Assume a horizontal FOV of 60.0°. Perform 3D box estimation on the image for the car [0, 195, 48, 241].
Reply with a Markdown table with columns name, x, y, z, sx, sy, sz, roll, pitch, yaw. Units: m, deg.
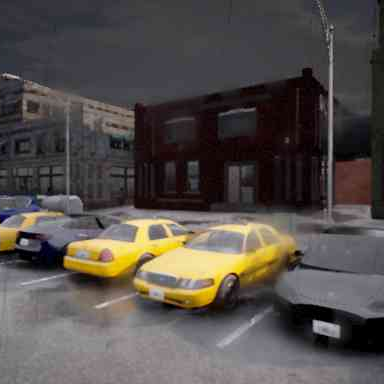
| name | x | y | z | sx | sy | sz | roll | pitch | yaw |
| --- | --- | --- | --- | --- | --- | --- | --- | --- | --- |
| car | -10.217 | 1.193 | 16.184 | 2.435 | 2.045 | 5.566 | 0 | 0 | 35 |

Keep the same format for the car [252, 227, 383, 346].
| name | x | y | z | sx | sy | sz | roll | pitch | yaw |
| --- | --- | --- | --- | --- | --- | --- | --- | --- | --- |
| car | 3.265 | 1.506 | 6.590 | 2.163 | 1.488 | 4.792 | 0 | 0 | 36 |

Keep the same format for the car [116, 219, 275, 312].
| name | x | y | z | sx | sy | sz | roll | pitch | yaw |
| --- | --- | --- | --- | --- | --- | --- | --- | --- | --- |
| car | 0.930 | 1.465 | 8.065 | 1.946 | 1.575 | 5.366 | 0 | 0 | 36 |

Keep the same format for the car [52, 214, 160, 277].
| name | x | y | z | sx | sy | sz | roll | pitch | yaw |
| --- | --- | --- | --- | --- | --- | --- | --- | --- | --- |
| car | -1.104 | 1.457 | 9.971 | 1.946 | 1.575 | 5.366 | 0 | 0 | 35 |

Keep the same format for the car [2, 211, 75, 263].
| name | x | y | z | sx | sy | sz | roll | pitch | yaw |
| --- | --- | --- | --- | --- | --- | --- | --- | --- | --- |
| car | -3.442 | 1.485 | 11.440 | 2.163 | 1.488 | 4.792 | 0 | 0 | 35 |
